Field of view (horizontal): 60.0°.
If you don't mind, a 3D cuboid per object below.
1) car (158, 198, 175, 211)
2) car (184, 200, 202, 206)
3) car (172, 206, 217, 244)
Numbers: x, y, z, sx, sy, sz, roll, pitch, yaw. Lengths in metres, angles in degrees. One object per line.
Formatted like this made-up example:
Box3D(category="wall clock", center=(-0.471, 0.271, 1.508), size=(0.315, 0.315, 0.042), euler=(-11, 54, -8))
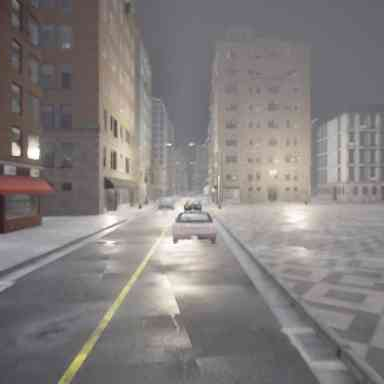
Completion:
Box3D(category="car", center=(-3.004, 1.441, 40.119), size=(2.033, 1.411, 5.357), euler=(0, 0, 0))
Box3D(category="car", center=(0.101, 1.508, 35.151), size=(1.895, 1.301, 4.718), euler=(0, 0, 0))
Box3D(category="car", center=(0.101, 1.560, 15.692), size=(1.895, 1.301, 4.718), euler=(0, 0, 0))
